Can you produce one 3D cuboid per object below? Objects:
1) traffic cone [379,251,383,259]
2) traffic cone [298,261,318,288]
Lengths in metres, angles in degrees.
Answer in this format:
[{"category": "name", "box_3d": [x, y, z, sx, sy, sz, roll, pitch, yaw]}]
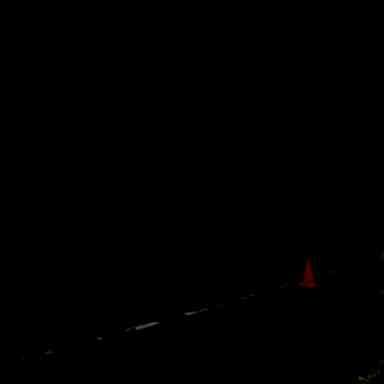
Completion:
[{"category": "traffic cone", "box_3d": [6.554, 1.954, 11.208, 0.340, 0.580, 0.340, 0, 0, -41]}, {"category": "traffic cone", "box_3d": [2.807, 1.955, 8.036, 0.340, 0.580, 0.340, 0, 0, -39]}]
